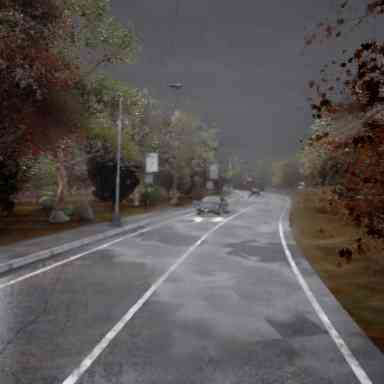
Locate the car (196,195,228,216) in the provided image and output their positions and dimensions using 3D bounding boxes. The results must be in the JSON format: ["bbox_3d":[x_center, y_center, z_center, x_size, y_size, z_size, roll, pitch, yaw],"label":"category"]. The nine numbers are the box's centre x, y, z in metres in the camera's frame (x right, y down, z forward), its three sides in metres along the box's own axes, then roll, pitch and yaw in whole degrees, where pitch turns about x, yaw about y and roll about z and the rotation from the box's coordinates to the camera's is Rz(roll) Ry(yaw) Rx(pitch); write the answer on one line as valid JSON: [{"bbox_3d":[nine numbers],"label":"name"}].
[{"bbox_3d":[1.704,1.050,26.636,1.837,1.490,4.892,0,2,16],"label":"car"}]

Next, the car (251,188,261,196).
[{"bbox_3d":[12.852,-0.014,67.111,2.033,1.411,5.357,1,2,9],"label":"car"}]
